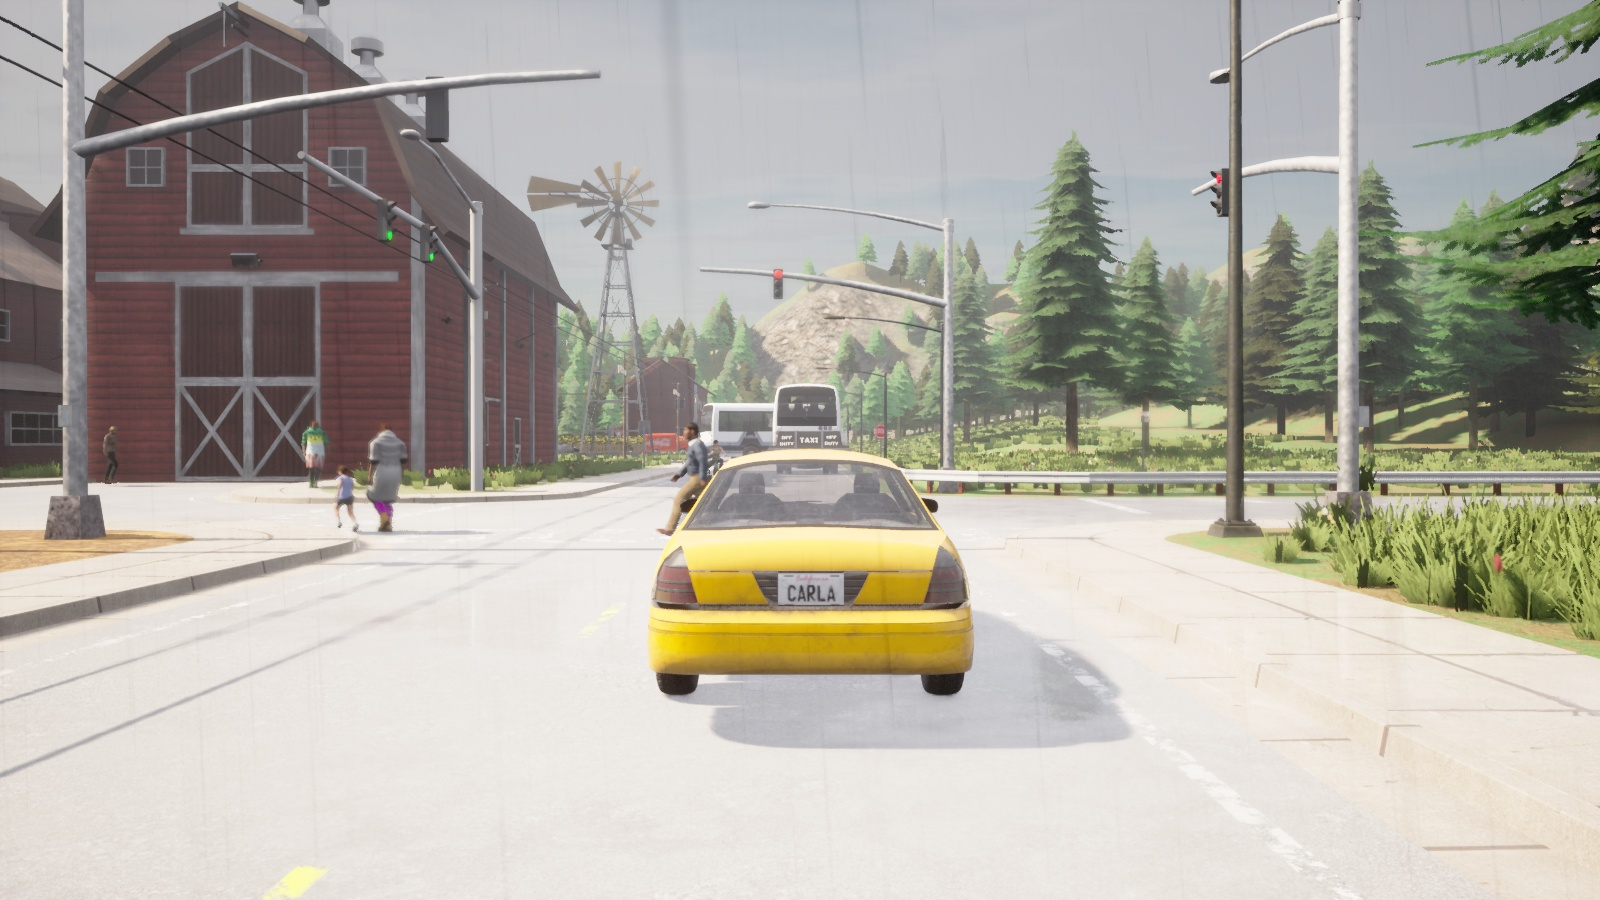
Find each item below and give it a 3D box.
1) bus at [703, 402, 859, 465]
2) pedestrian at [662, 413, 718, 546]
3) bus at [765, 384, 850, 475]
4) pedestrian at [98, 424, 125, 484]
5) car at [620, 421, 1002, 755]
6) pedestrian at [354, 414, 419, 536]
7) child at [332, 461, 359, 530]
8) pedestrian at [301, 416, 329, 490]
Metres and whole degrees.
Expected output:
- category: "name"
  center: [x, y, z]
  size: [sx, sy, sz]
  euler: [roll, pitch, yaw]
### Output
- category: "bus"
  center: [-1.369, -1.127, 88.549]
  size: [10.273, 4.253, 3.944]
  euler: [0, 0, -20]
- category: "pedestrian"
  center: [-1.628, 0.434, 18.641]
  size: [0.788, 1.949, 0.423]
  euler: [0, 0, 0]
- category: "bus"
  center: [0.361, -0.989, 63.582]
  size: [3.944, 4.253, 10.273]
  euler: [0, 0, 0]
- category: "pedestrian"
  center: [-21.439, 0.124, 39.108]
  size: [0.634, 1.846, 0.331]
  euler: [0, 0, 0]
- category: "car"
  center: [0.063, 0.637, 8.603]
  size: [1.801, 1.575, 5.366]
  euler: [0, 0, 0]
- category: "pedestrian"
  center: [-6.790, 0.395, 20.606]
  size: [0.873, 1.952, 0.659]
  euler: [0, 0, 41]
- category: "child"
  center: [-7.392, 0.733, 20.403]
  size: [0.394, 1.110, 0.255]
  euler: [0, 0, 42]
- category: "pedestrian"
  center: [-13.029, 0.080, 33.739]
  size: [0.659, 1.952, 0.873]
  euler: [0, 0, -24]
